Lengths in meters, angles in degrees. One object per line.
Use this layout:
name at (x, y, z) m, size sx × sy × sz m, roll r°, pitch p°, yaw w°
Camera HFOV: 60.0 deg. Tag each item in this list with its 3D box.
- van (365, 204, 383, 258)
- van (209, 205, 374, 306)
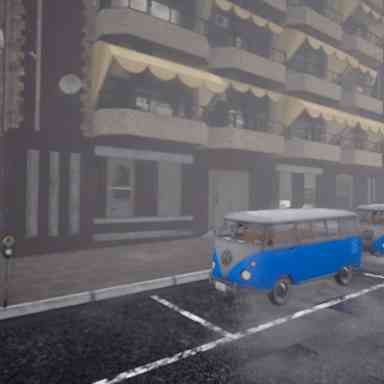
van at (6.775, 1.275, 10.920) m, size 3.998 × 1.788 × 1.690 m, roll 0°, pitch 2°, yaw -36°
van at (2.276, 1.305, 7.701) m, size 3.998 × 1.788 × 1.690 m, roll 0°, pitch 2°, yaw -36°
